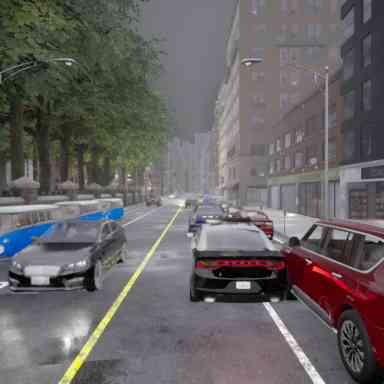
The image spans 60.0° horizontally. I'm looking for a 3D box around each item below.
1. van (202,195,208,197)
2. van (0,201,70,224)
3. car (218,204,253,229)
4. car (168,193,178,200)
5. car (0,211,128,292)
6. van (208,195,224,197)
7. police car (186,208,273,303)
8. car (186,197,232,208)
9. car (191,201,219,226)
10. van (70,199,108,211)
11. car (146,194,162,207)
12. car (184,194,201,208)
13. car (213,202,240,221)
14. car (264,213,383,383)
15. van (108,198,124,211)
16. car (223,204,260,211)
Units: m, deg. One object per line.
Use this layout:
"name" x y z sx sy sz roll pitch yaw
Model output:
"van" 2.799 1.291 50.612 1.690 1.788 3.998 0 0 0
"van" -5.682 1.337 10.957 1.690 1.788 3.998 0 0 0
"car" 2.831 1.570 22.310 1.802 1.307 4.206 0 0 0
"car" -5.775 1.381 94.081 1.752 1.417 4.829 0 0 0
"car" -3.009 1.488 9.041 2.128 1.511 4.902 0 0 0
"van" 2.818 1.317 33.630 1.690 1.788 3.998 0 0 0
"police car" 0.892 1.423 8.390 1.930 1.638 5.238 0 0 0
"car" 0.860 1.343 18.250 2.097 1.767 4.553 0 0 0
"car" 0.873 1.492 24.280 1.837 1.490 4.892 0 0 0
"van" -5.689 1.334 16.614 1.690 1.788 3.998 0 0 0
"car" -5.726 1.265 50.562 2.192 1.841 5.009 0 0 0
"car" -0.024 1.462 46.099 1.837 1.490 4.892 0 0 0
"car" 2.825 1.564 27.970 1.802 1.307 4.206 0 0 0
"car" 2.849 1.314 5.328 2.192 1.841 5.009 0 0 0
"van" -5.694 1.329 22.272 1.690 1.788 3.998 0 0 0
"car" 2.838 1.538 16.649 1.887 1.381 4.507 0 0 0
